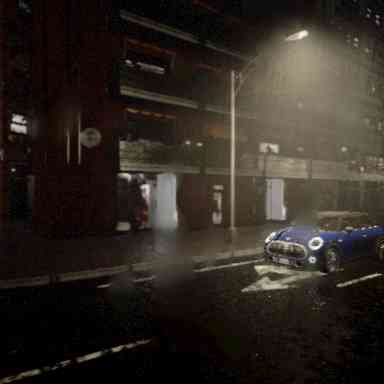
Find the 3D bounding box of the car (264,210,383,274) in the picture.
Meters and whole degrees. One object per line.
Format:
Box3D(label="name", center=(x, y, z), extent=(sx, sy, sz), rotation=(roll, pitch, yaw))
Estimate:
Box3D(label="car", center=(4.481, 1.442, 11.014), extent=(4.553, 1.767, 2.097), rotation=(1, 0, -37))
